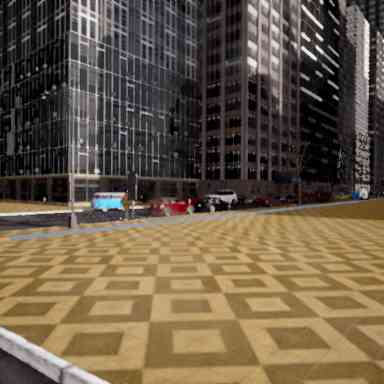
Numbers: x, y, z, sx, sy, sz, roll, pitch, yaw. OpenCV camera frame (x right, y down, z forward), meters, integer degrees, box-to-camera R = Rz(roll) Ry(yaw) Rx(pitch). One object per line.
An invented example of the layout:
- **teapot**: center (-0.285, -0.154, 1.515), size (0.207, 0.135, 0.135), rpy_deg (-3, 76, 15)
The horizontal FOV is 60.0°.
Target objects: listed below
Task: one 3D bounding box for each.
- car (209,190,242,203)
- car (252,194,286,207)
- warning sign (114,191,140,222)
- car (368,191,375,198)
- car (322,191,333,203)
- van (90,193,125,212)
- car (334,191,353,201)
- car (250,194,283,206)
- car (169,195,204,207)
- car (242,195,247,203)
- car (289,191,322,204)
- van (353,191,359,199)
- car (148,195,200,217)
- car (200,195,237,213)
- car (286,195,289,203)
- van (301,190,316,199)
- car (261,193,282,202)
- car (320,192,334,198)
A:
- **car**: center (3.611, 0.761, 42.647), size (2.150, 2.045, 5.566), rpy_deg (1, 1, 41)
- **car**: center (9.400, 1.160, 40.523), size (1.802, 1.307, 4.206), rpy_deg (1, 1, 41)
- **warning sign**: center (-4.125, 0.895, 21.114), size (1.300, 1.860, 1.060), rpy_deg (0, 0, 41)
- **car**: center (39.024, 0.784, 75.071), size (2.008, 1.369, 4.403), rpy_deg (1, 1, 41)
- **car**: center (20.511, 0.764, 53.474), size (2.192, 1.841, 5.009), rpy_deg (1, 1, 41)
- **van**: center (-8.147, 0.971, 33.113), size (1.690, 1.788, 3.998), rpy_deg (1, 1, 41)
- **car**: center (28.026, 0.886, 62.244), size (1.752, 1.417, 4.829), rpy_deg (1, 1, 41)
- **car**: center (10.316, 1.066, 45.657), size (2.033, 1.411, 5.357), rpy_deg (1, 1, 41)
- **car**: center (-0.659, 1.088, 41.680), size (1.887, 1.381, 4.507), rpy_deg (1, 1, 41)
- **car**: center (6.753, 1.023, 50.311), size (1.947, 1.339, 4.313), rpy_deg (1, 1, 41)
- **car**: center (16.808, 0.807, 49.156), size (2.192, 1.841, 5.009), rpy_deg (1, 1, 41)
- **van**: center (35.323, 0.617, 70.749), size (1.690, 1.788, 3.998), rpy_deg (1, 1, 41)
- **car**: center (-1.614, 1.150, 27.487), size (1.967, 1.590, 4.097), rpy_deg (1, 1, 41)
- **car**: center (2.045, 1.232, 31.844), size (1.947, 1.339, 4.313), rpy_deg (1, 1, 41)
- **car**: center (16.612, 0.937, 53.076), size (2.128, 1.511, 4.902), rpy_deg (1, 1, 41)
- **van**: center (25.271, 0.582, 71.900), size (1.690, 1.788, 3.998), rpy_deg (1, 1, 41)
- **car**: center (14.160, 0.937, 58.948), size (1.947, 1.339, 4.313), rpy_deg (1, 1, 41)
- **car**: center (32.675, 0.722, 80.542), size (1.947, 1.339, 4.313), rpy_deg (1, 1, 41)
